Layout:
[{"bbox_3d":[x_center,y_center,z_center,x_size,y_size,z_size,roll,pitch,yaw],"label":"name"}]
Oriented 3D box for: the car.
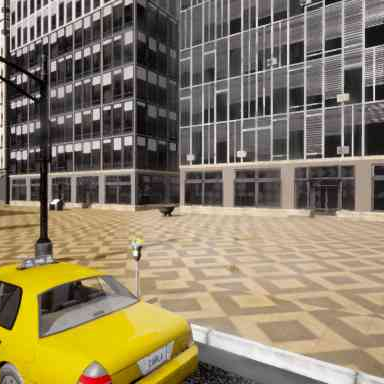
[{"bbox_3d":[-2.207,1.525,4.466,4.829,1.417,1.752,0,0,36],"label":"car"}]
